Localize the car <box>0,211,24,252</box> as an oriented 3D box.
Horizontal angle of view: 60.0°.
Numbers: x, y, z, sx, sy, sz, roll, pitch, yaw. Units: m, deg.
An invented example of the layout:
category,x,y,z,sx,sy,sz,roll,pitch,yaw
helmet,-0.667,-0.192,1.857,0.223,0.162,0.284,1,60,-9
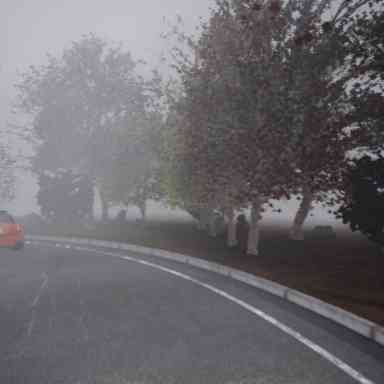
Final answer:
category,x,y,z,sx,sy,sz,roll,pitch,yaw
car,-8.807,1.484,13.091,4.553,1.767,2.097,-1,1,30
